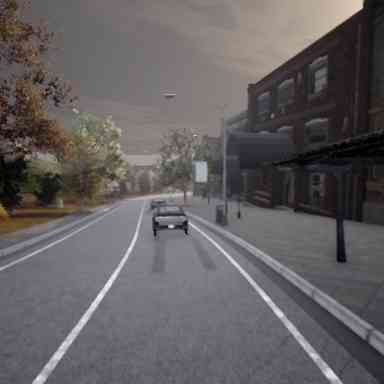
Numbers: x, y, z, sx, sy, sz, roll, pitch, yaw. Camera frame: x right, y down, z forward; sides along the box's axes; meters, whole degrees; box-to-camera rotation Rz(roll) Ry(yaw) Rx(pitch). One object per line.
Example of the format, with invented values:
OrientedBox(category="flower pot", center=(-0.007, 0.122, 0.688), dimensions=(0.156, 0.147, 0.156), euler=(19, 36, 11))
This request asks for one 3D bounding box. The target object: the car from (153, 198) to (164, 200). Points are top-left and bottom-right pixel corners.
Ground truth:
OrientedBox(category="car", center=(-3.913, 1.474, 38.891), dimensions=(1.837, 1.490, 4.892), euler=(-1, 0, -8))

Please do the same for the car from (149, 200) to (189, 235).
OrientedBox(category="car", center=(-1.294, 1.459, 18.650), dimensions=(2.128, 1.511, 4.902), euler=(-1, 0, -7))
